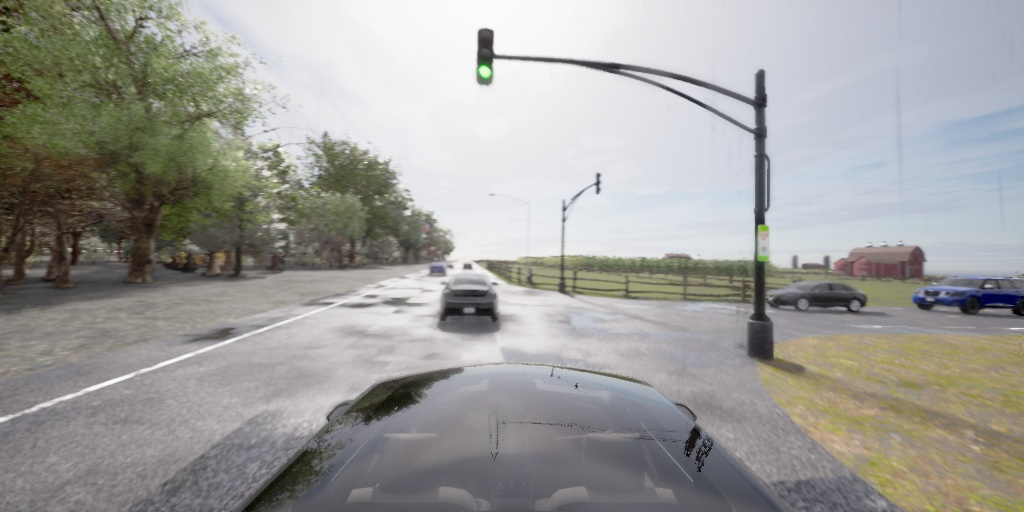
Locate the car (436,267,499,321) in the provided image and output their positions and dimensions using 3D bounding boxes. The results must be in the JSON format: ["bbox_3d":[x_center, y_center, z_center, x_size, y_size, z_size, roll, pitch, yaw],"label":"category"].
[{"bbox_3d":[-1.535,1.344,12.914,1.837,1.490,4.892,1,0,-7],"label":"car"}]

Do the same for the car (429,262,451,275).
[{"bbox_3d":[-8.643,1.465,42.195,1.882,1.535,5.008,1,-1,-7],"label":"car"}]

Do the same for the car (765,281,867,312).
[{"bbox_3d":[15.759,2.066,18.760,4.892,1.490,1.837,2,-2,-6],"label":"car"}]

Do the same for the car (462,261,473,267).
[{"bbox_3d":[-8.000,1.725,64.914,1.882,1.535,5.008,1,-1,-7],"label":"car"}]

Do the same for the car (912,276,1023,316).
[{"bbox_3d":[25.585,2.137,19.901,5.566,2.045,2.150,2,-2,-7],"label":"car"}]
